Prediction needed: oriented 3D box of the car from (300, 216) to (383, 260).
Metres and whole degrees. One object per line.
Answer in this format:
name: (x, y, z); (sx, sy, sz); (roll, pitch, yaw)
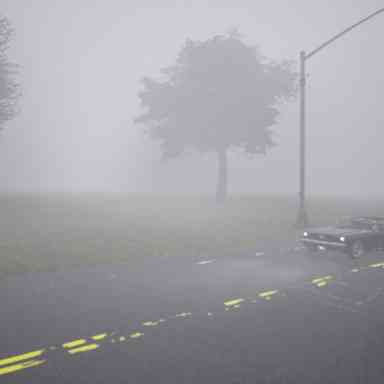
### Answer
car: (6.284, 1.602, 12.561); (4.718, 1.301, 1.895); (0, 0, -33)
